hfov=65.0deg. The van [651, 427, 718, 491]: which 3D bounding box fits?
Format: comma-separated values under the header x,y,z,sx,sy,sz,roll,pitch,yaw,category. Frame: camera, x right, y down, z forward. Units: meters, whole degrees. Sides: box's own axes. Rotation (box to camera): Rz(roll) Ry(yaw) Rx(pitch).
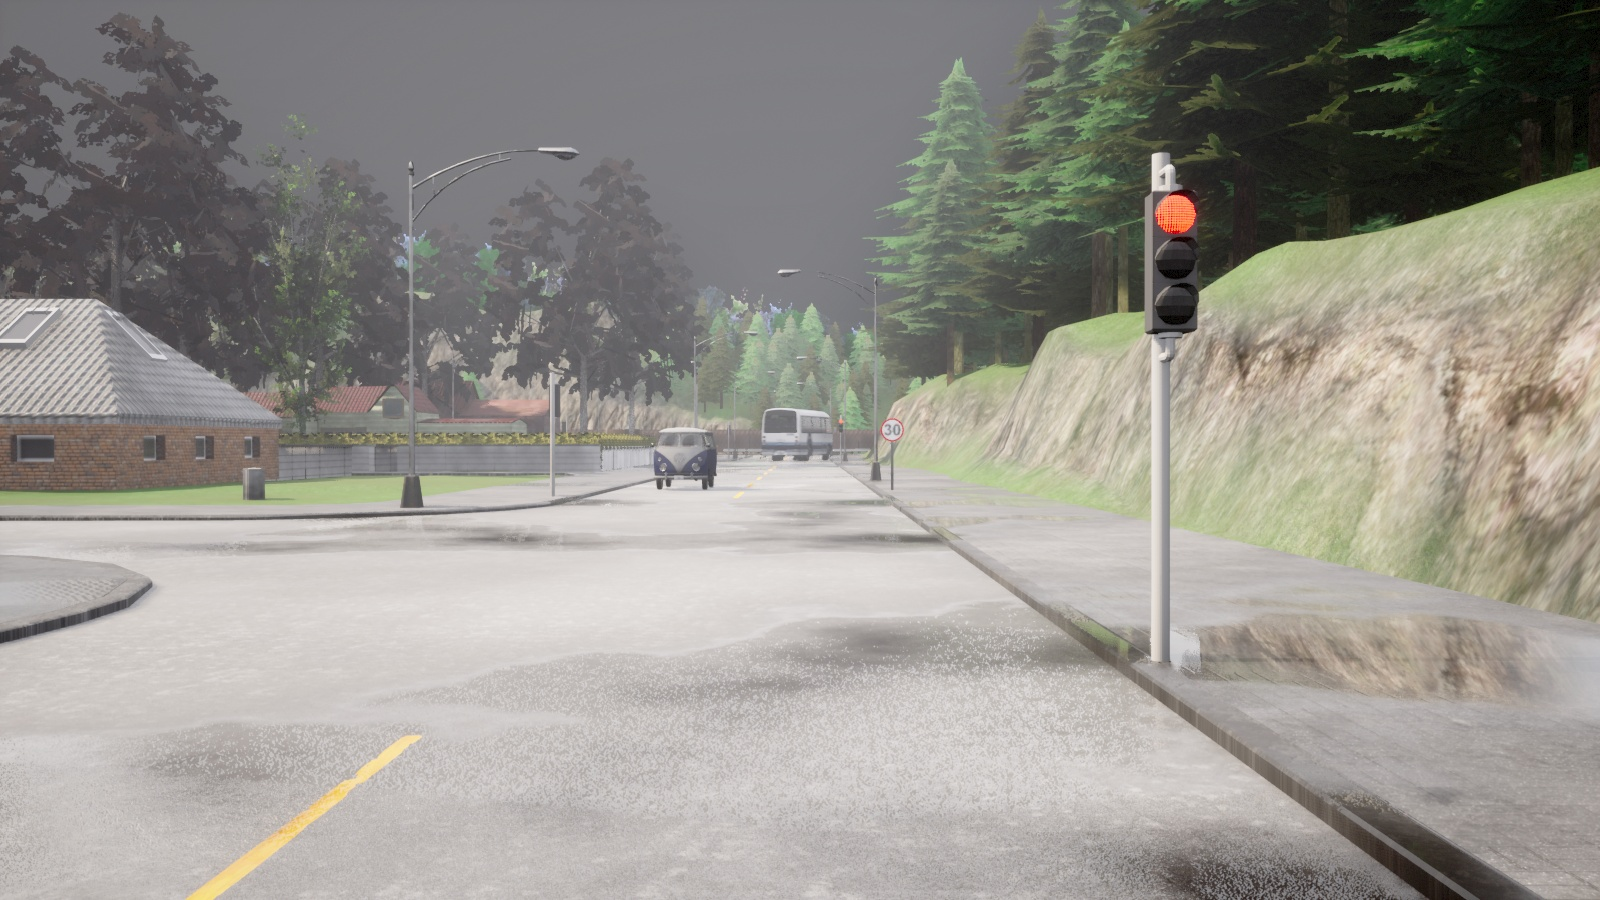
x,y,z,sx,sy,sz,roll,pitch,yaw,category
-3.750,0.263,41.344,1.775,1.987,4.442,0,0,0,van
